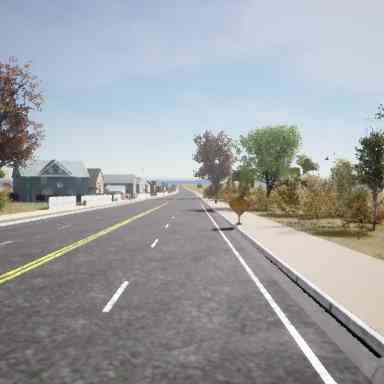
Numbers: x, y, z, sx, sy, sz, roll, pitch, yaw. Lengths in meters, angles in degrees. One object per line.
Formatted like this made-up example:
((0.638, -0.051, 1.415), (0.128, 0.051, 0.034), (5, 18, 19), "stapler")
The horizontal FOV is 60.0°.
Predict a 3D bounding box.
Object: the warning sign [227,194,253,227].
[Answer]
((2.882, 1.098, 20.140), (1.300, 1.860, 1.060), (2, 2, 0), "warning sign")
